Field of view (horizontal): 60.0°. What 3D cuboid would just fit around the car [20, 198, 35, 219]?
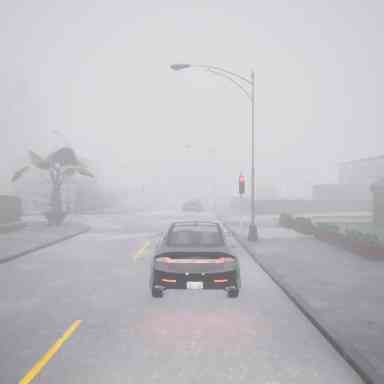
[{"bbox_3d":[-15.752,1.491,26.729,4.902,1.511,2.128,0,0,0],"label":"car"}]

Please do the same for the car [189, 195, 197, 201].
[{"bbox_3d":[0.355,1.541,84.675,1.994,1.385,4.181,0,0,0],"label":"car"}]

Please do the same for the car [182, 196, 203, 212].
[{"bbox_3d":[0.118,1.491,36.282,2.128,1.511,4.902,0,0,8],"label":"car"}]

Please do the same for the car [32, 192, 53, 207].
[{"bbox_3d":[-19.580,0.986,42.969,1.905,1.878,3.866,0,0,35],"label":"car"}]

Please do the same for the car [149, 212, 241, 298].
[{"bbox_3d":[0.086,1.492,8.505,2.128,1.511,4.902,0,0,1],"label":"car"}]
